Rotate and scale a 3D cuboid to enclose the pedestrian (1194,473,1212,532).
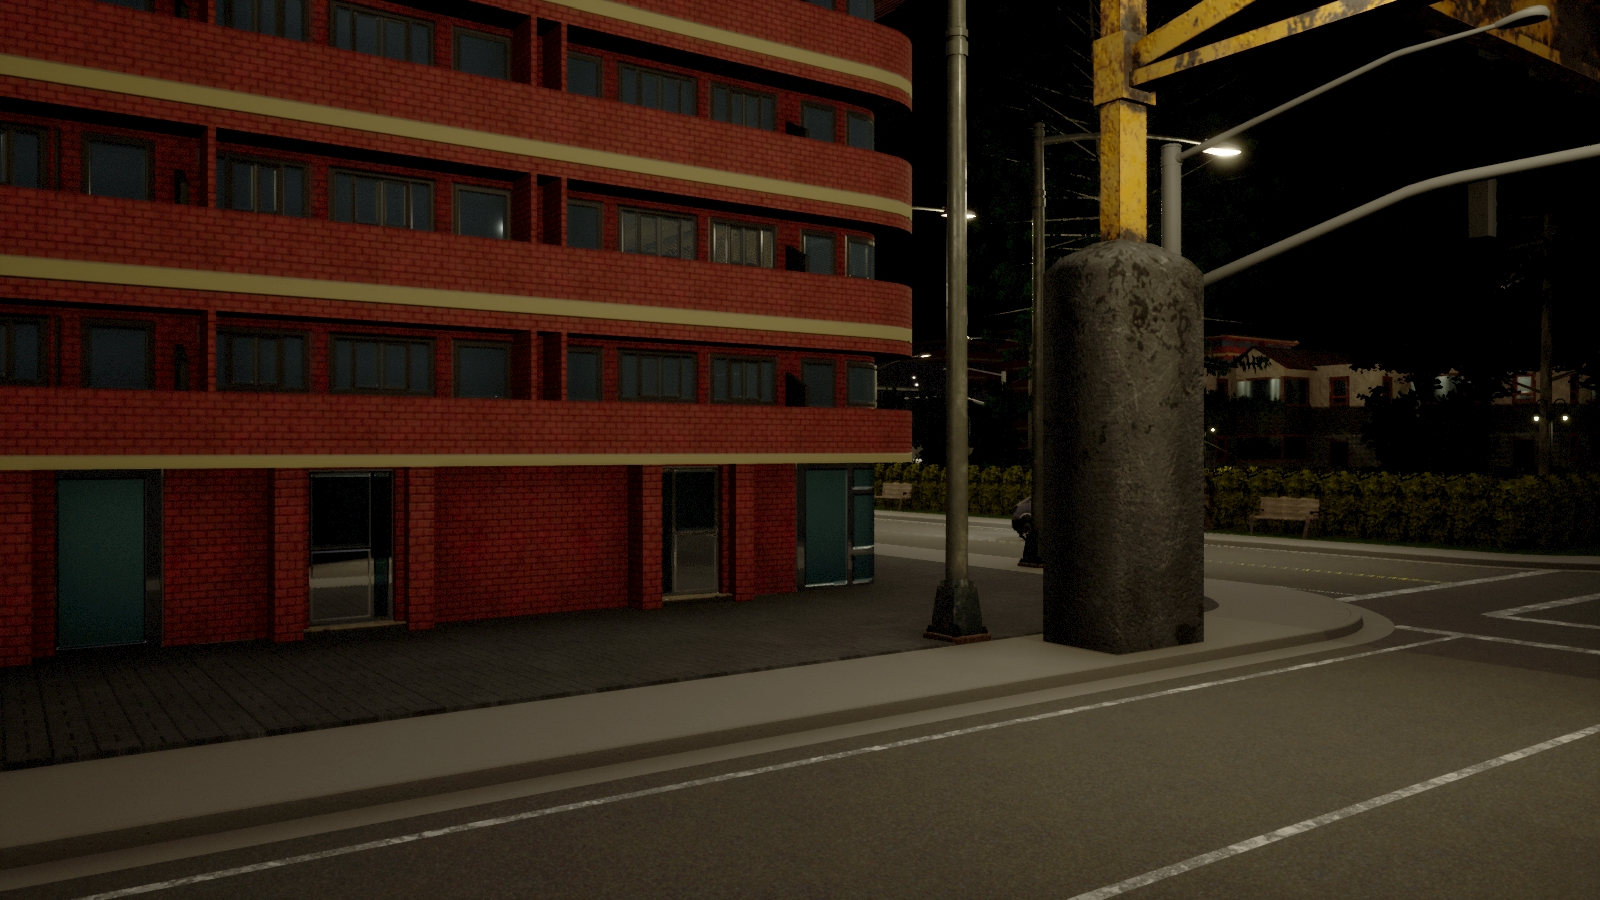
[{"bbox_3d":[12.901,1.686,36.555,0.375,1.860,0.375,0,0,-31],"label":"pedestrian"}]
